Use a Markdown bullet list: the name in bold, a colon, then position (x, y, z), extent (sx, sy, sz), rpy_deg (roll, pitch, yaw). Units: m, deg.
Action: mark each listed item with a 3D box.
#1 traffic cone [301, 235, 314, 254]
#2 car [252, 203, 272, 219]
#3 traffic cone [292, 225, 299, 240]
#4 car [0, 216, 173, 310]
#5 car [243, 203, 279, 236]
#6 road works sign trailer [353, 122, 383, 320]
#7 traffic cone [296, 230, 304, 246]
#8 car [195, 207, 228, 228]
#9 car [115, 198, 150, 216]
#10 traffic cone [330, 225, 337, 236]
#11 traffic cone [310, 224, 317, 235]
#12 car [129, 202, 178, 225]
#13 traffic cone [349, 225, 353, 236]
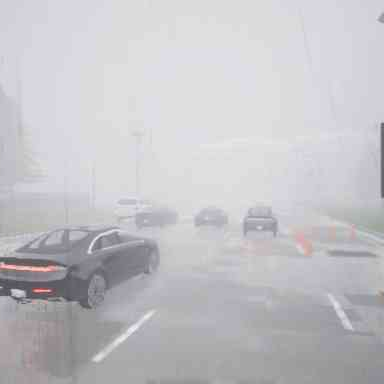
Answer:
- **traffic cone**: position (4.536, 2.061, 12.885), extent (0.340, 0.580, 0.340), rpy_deg (0, -1, 12)
- **car**: position (7.016, 1.812, 33.346), extent (1.812, 1.442, 4.674), rpy_deg (0, -1, 12)
- **traffic cone**: position (5.386, 2.094, 16.793), extent (0.340, 0.580, 0.340), rpy_deg (0, -1, 12)
- **car**: position (-2.356, 1.574, 8.135), extent (2.128, 1.511, 4.902), rpy_deg (0, -1, 16)
- **car**: position (4.054, 1.661, 19.708), extent (2.128, 1.511, 4.902), rpy_deg (0, -1, 12)
- **road works sign trailer**: position (4.497, 0.505, 5.743), extent (2.380, 3.560, 2.880), rpy_deg (0, -1, 12)
- **traffic cone**: position (4.961, 2.078, 14.839), extent (0.340, 0.580, 0.340), rpy_deg (0, -1, 12)
- **car**: position (1.487, 1.784, 24.426), extent (1.994, 1.385, 4.181), rpy_deg (0, -1, 12)
- **car**: position (-4.702, 1.501, 28.839), extent (2.150, 2.045, 5.566), rpy_deg (0, -1, 12)
- **traffic cone**: position (7.766, 2.101, 18.323), extent (0.340, 0.580, 0.340), rpy_deg (0, -1, 12)
- **traffic cone**: position (6.789, 2.106, 18.535), extent (0.340, 0.580, 0.340), rpy_deg (0, -1, 12)
- **car**: position (-2.342, 1.699, 23.279), extent (1.882, 1.535, 5.008), rpy_deg (0, -1, 12)
- **traffic cone**: position (8.743, 2.096, 18.110), extent (0.340, 0.580, 0.340), rpy_deg (0, -1, 12)
